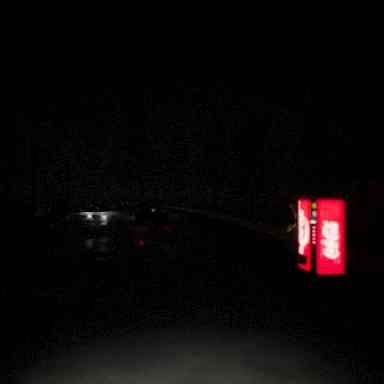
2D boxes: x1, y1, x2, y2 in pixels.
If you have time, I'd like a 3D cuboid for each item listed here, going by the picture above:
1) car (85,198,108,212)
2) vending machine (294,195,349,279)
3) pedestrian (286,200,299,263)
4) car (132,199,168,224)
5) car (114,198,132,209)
[{"bbox_3d":[-10.658,1.402,37.035,1.812,1.442,4.674,0,0,-20],"label":"car"},{"bbox_3d":[3.436,1.151,8.888,1.100,2.100,0.880,0,0,-5],"label":"vending machine"},{"bbox_3d":[2.933,1.097,9.584,0.375,1.860,0.375,0,0,-5],"label":"pedestrian"},{"bbox_3d":[-3.040,1.260,24.294,2.097,1.767,4.553,0,0,-13],"label":"car"},{"bbox_3d":[-8.609,1.399,42.019,2.033,1.411,5.357,0,0,-22],"label":"car"}]
